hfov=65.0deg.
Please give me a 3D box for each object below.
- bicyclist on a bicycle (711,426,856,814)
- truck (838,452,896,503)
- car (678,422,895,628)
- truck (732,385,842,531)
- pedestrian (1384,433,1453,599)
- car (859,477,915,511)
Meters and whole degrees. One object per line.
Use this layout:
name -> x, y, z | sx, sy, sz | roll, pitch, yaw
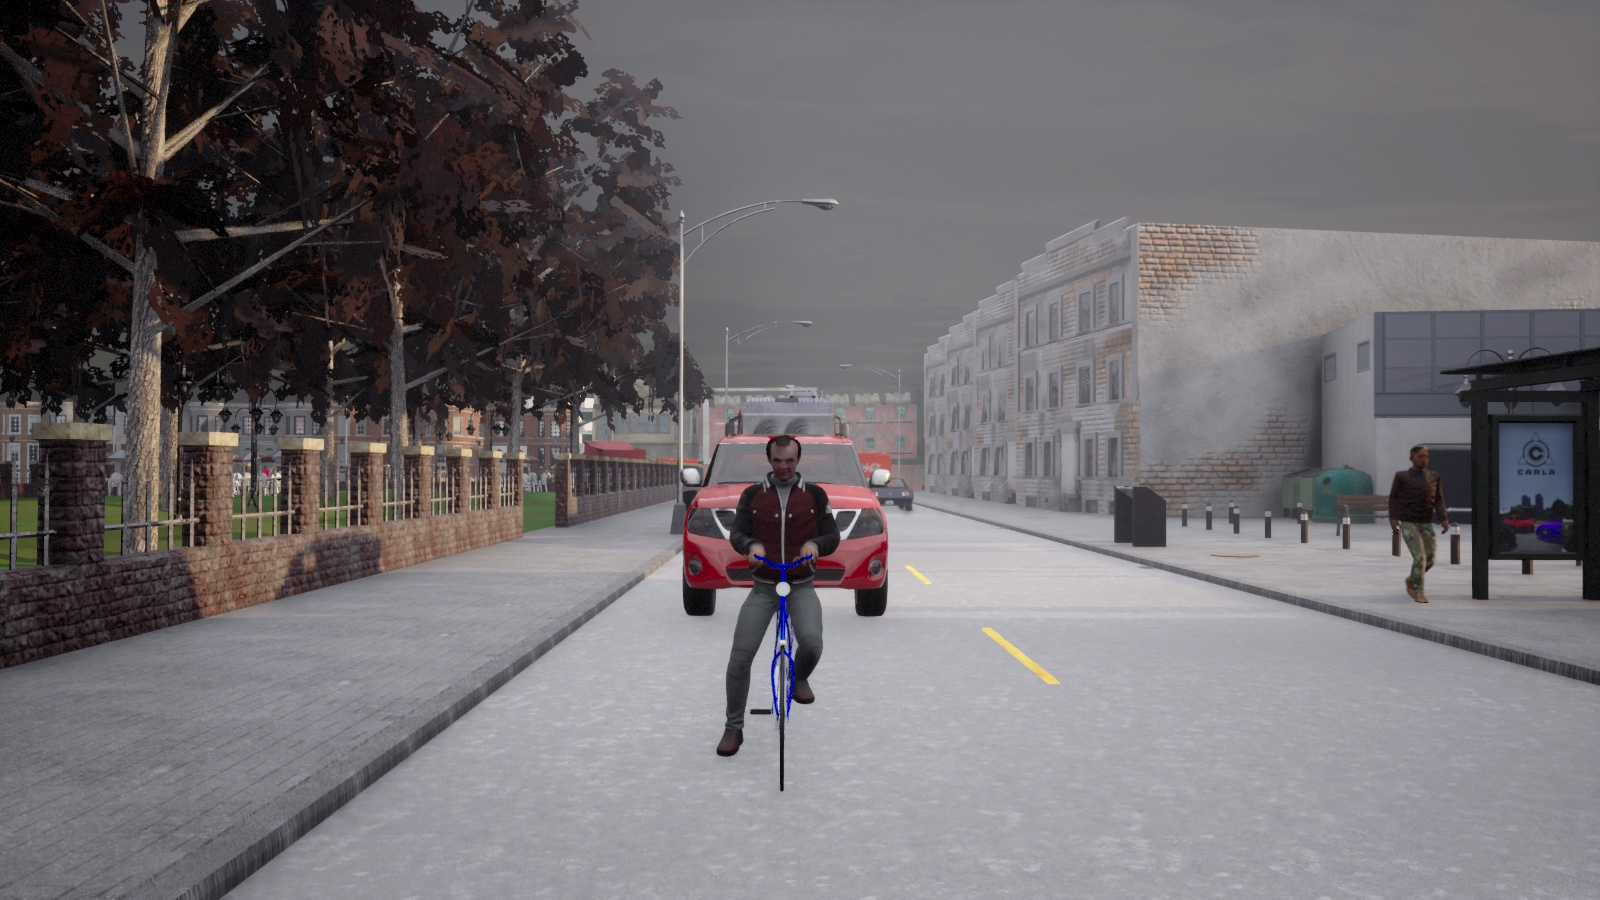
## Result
bicyclist on a bicycle -> -0.083, 0.798, 6.689 | 0.659, 1.776, 1.843 | 0, -1, -1
truck -> 3.326, 1.378, 63.468 | 2.627, 2.467, 5.204 | 0, -1, -1
car -> -0.171, 0.791, 15.308 | 2.150, 2.045, 5.566 | 0, -1, -1
truck -> -0.389, 0.278, 37.431 | 2.891, 3.827, 8.468 | 0, -1, -1
pedestrian -> 7.012, 0.735, 14.259 | 0.431, 1.840, 0.703 | 0, -1, 1
car -> 3.468, 1.754, 50.934 | 1.895, 1.301, 4.718 | 0, -1, -1
